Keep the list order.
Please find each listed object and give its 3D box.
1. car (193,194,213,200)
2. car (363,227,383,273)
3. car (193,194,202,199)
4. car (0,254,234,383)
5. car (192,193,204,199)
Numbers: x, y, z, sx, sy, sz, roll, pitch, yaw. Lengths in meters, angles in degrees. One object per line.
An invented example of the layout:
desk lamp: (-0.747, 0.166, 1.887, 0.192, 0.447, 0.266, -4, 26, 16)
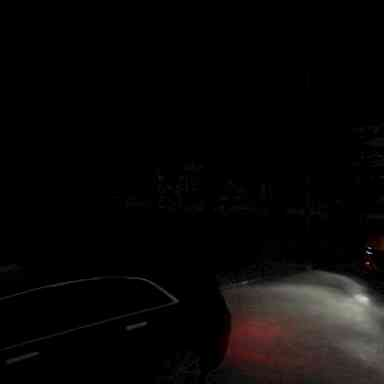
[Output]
car: (2.946, 1.274, 88.930, 4.974, 1.542, 2.038, 0, 0, -5)
car: (6.709, 1.400, 9.263, 5.008, 1.535, 1.882, -1, 0, -35)
car: (2.894, 1.117, 88.924, 4.536, 1.218, 1.853, 0, 0, -5)
car: (-1.775, 1.503, 3.333, 4.892, 1.490, 1.837, 0, 0, -35)
car: (1.601, 1.028, 91.407, 1.845, 1.501, 3.633, 0, 0, -24)
